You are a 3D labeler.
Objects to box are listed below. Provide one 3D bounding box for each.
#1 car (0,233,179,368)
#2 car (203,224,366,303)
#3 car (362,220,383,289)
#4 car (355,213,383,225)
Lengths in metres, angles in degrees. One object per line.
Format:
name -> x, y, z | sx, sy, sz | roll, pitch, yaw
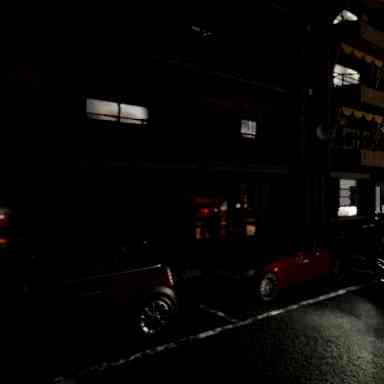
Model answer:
car -> -2.295, 1.440, 4.930 | 4.097, 1.590, 1.967 | 0, 0, -35
car -> 2.205, 1.583, 8.139 | 4.206, 1.307, 1.802 | 0, 0, -35
car -> 6.297, 1.479, 7.871 | 5.008, 1.535, 1.882 | 0, 0, -35
car -> 6.704, 1.443, 11.349 | 4.097, 1.590, 1.967 | 0, 0, -35
